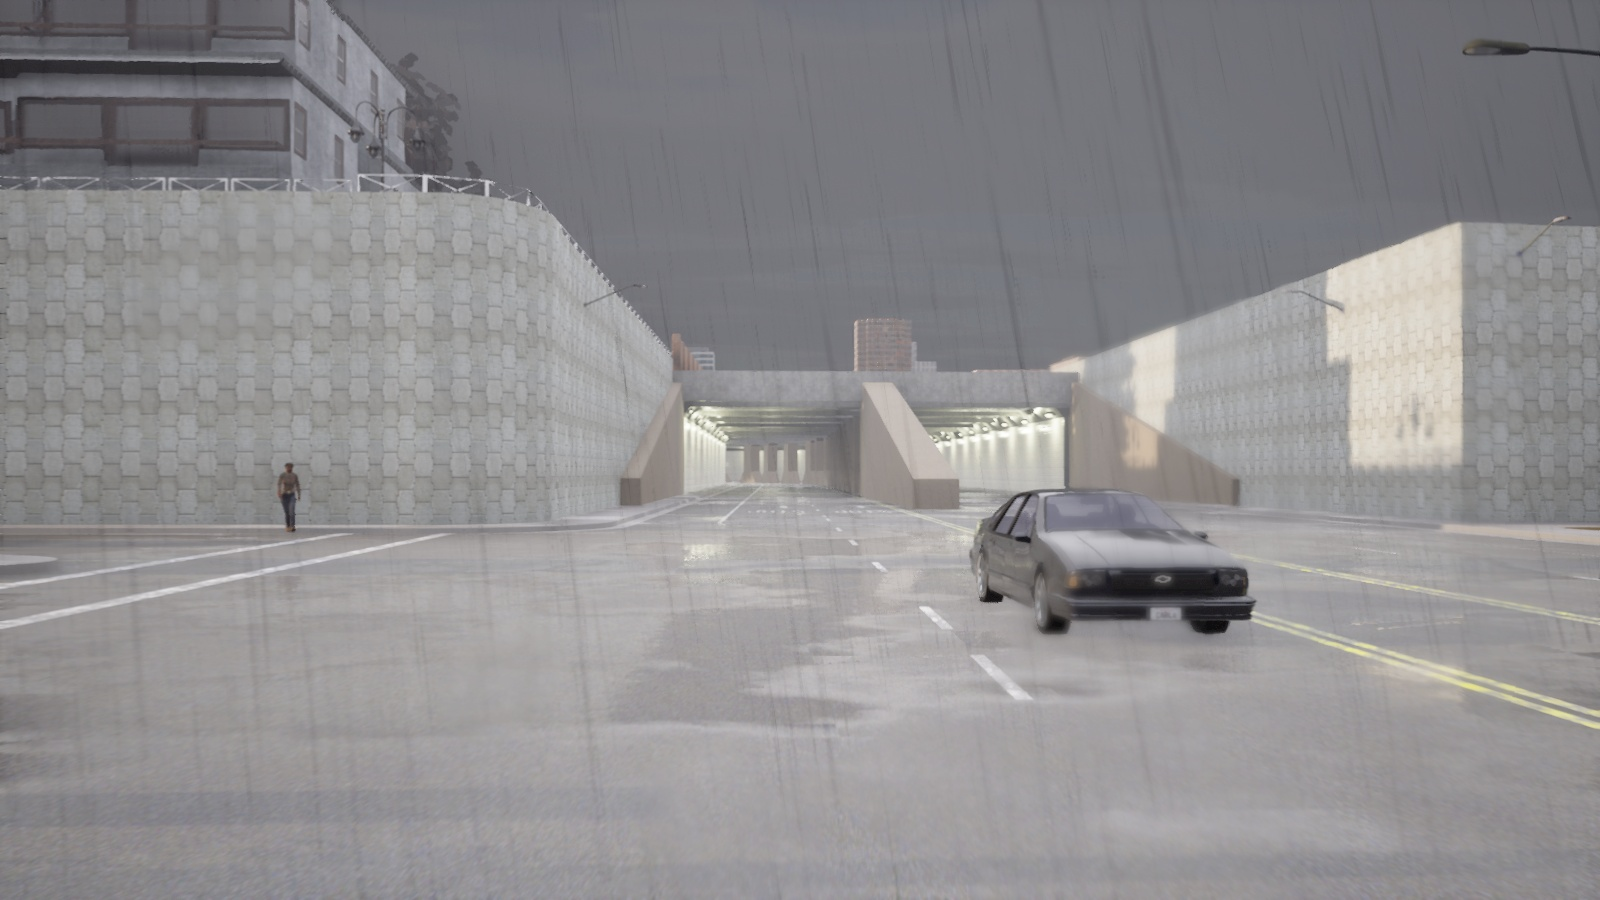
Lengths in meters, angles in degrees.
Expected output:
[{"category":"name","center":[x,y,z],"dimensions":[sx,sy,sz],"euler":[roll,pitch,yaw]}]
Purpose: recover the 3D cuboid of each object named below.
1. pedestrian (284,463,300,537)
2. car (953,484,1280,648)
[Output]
[{"category":"pedestrian","center":[-12.710,1.240,31.427],"dimensions":[0.328,1.805,0.869],"euler":[0,-1,-24]},{"category":"car","center":[3.170,1.105,13.939],"dimensions":[2.033,1.411,5.357],"euler":[0,-1,-3]}]
